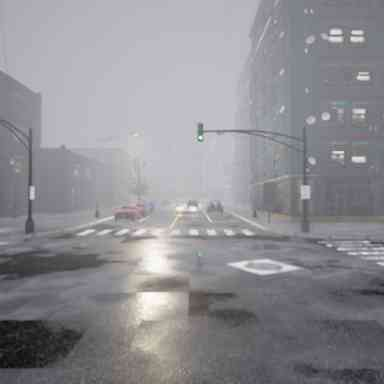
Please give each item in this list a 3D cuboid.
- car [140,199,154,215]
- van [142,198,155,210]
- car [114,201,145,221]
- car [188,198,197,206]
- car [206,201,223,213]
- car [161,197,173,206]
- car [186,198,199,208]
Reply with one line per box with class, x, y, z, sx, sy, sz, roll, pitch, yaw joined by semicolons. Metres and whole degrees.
car;-5.602;1.824;35.415;1.887;1.381;4.507;1;0;0
van;-5.585;1.665;41.104;1.690;1.788;3.998;1;0;0
car;-5.690;1.779;29.733;1.887;1.381;4.507;1;0;0
car;0.143;2.013;67.815;1.882;1.535;5.008;0;0;0
car;2.792;1.765;41.146;1.967;1.590;4.097;1;0;0
car;-5.530;2.131;69.534;1.802;1.307;4.206;1;0;0
car;0.121;1.957;57.390;1.837;1.490;4.892;0;0;0
